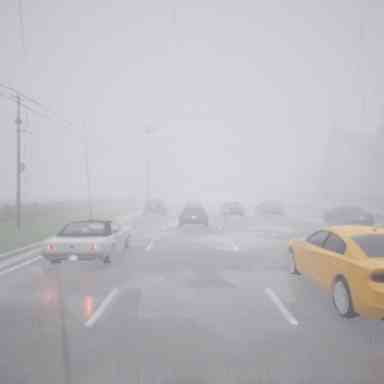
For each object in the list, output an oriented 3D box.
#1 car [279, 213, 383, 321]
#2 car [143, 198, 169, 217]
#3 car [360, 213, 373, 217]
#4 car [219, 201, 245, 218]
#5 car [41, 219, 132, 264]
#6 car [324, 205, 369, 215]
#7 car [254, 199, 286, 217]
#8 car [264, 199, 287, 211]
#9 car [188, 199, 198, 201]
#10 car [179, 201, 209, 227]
[{"bbox_3d":[3.603,1.478,7.397,1.882,1.535,5.008,0,0,0],"label":"car"},{"bbox_3d":[-3.400,1.356,32.002,2.097,1.767,4.553,0,0,0],"label":"car"},{"bbox_3d":[7.101,1.548,9.258,2.033,1.411,5.357,0,0,0],"label":"car"},{"bbox_3d":[3.608,1.552,30.417,2.033,1.411,5.357,0,0,0],"label":"car"},{"bbox_3d":[-3.396,1.603,11.734,1.895,1.301,4.718,0,0,0],"label":"car"},{"bbox_3d":[10.607,1.566,22.855,1.994,1.385,4.181,0,0,0],"label":"car"},{"bbox_3d":[7.108,1.552,30.941,2.033,1.411,5.357,0,0,0],"label":"car"},{"bbox_3d":[10.613,1.569,42.606,1.994,1.385,4.181,0,0,0],"label":"car"},{"bbox_3d":[0.114,1.570,42.652,1.994,1.385,4.181,0,0,0],"label":"car"},{"bbox_3d":[0.108,1.567,23.168,1.994,1.385,4.181,0,0,0],"label":"car"}]
